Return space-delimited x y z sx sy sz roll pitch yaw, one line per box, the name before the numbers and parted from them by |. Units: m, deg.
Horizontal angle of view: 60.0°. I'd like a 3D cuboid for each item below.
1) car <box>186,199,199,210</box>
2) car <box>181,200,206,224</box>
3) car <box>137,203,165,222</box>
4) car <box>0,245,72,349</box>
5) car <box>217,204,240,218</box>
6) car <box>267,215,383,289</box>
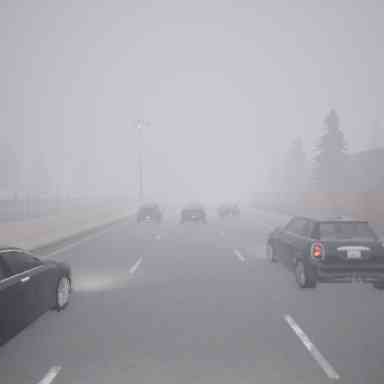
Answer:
car | 0.089 1.864 49.608 1.812 1.442 4.674 0 0 0
car | 0.091 1.662 27.023 1.882 1.535 5.008 0 0 0
car | -3.410 1.697 27.961 1.837 1.490 4.892 0 0 0
car | -3.402 1.541 5.009 1.837 1.490 4.892 0 0 0
car | 3.589 1.830 33.442 1.895 1.301 4.718 0 0 0
car | 3.597 1.417 9.507 2.097 1.767 4.553 0 0 0
